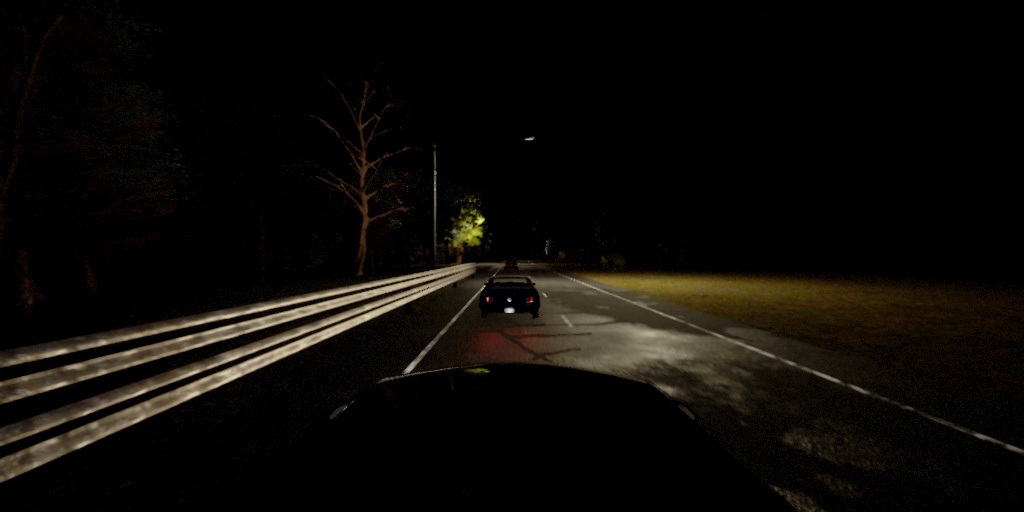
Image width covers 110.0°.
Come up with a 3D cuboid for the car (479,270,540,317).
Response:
[{"bbox_3d":[-0.071,1.352,13.030,1.895,1.301,4.718,0,0,0],"label":"car"}]

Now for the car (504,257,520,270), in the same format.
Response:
[{"bbox_3d":[-0.109,1.285,49.974,2.033,1.411,5.357,0,0,0],"label":"car"}]
